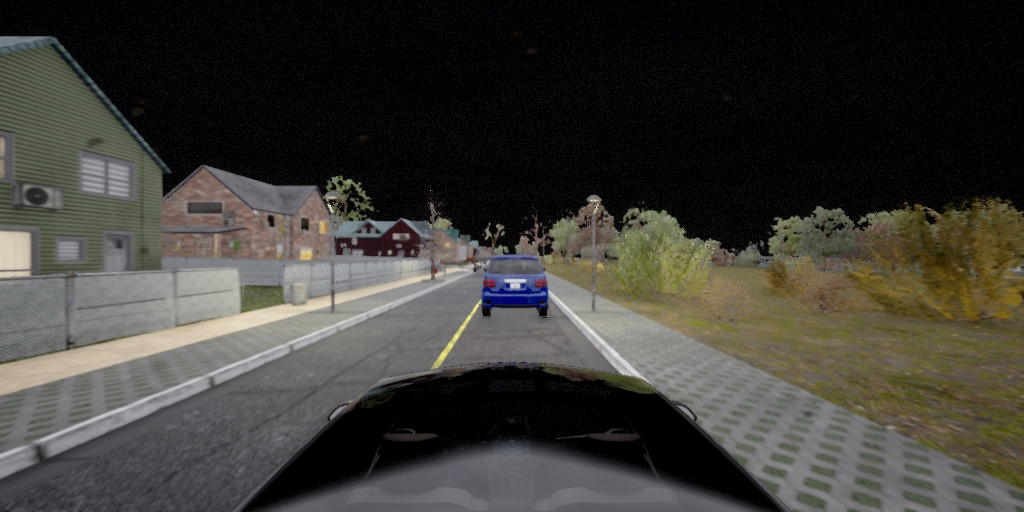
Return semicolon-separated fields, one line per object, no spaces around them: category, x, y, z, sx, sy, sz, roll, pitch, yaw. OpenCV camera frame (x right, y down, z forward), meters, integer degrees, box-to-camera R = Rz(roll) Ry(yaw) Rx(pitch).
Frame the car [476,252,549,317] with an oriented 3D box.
car;0.095;0.976;13.313;2.150;2.045;5.566;0;0;0

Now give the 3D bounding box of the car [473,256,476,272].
car;-2.761;0.600;37.335;2.150;2.045;5.566;0;0;0
